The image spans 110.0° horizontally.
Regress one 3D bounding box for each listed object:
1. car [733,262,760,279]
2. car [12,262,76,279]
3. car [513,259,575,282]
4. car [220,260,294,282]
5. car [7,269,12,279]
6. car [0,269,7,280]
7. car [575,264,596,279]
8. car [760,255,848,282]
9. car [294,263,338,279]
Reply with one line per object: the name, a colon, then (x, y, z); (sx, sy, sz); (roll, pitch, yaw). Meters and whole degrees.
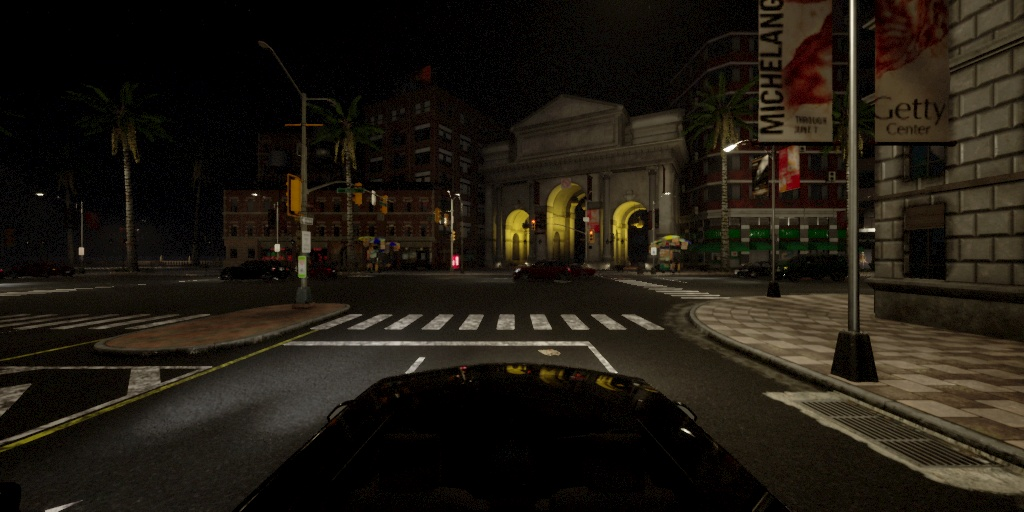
car: (22.307, 1.239, 31.753); (4.902, 1.511, 2.128); (0, 0, 0)
car: (-42.145, 1.276, 32.179); (4.674, 1.442, 1.812); (0, 0, 0)
car: (2.335, 1.102, 28.322); (4.553, 1.767, 2.097); (0, 0, -1)
car: (-20.461, 1.102, 28.543); (4.553, 1.767, 2.097); (0, 0, 0)
car: (-43.669, 1.314, 28.688); (4.181, 1.385, 1.994); (0, 0, 0)
car: (-39.477, 1.297, 24.971); (5.357, 1.411, 2.033); (0, 0, 0)
car: (4.916, 1.351, 31.883); (4.718, 1.301, 1.895); (0, 0, 0)
car: (23.275, 0.964, 28.257); (5.566, 2.045, 2.150); (-1, 0, 0)
car: (-17.903, 1.314, 32.026); (4.181, 1.385, 1.994); (0, 0, 0)
